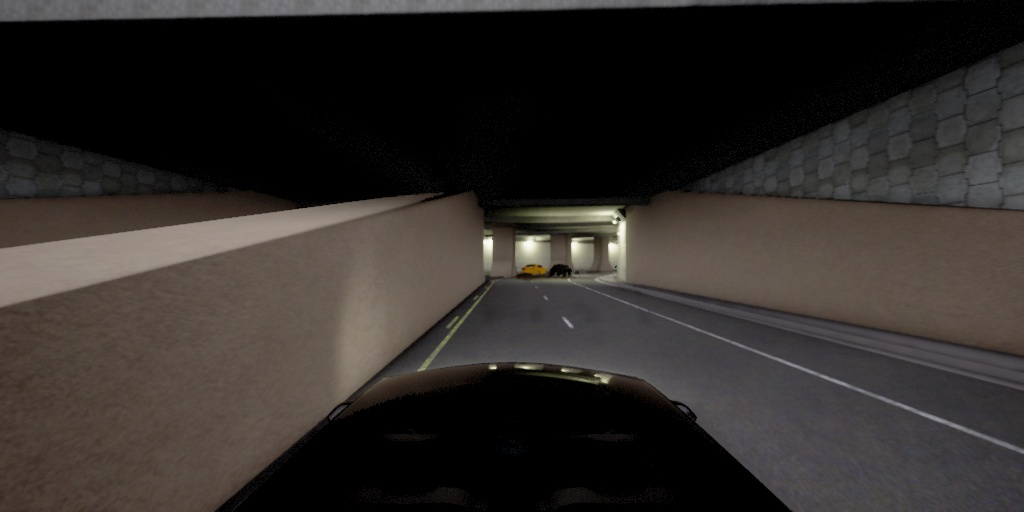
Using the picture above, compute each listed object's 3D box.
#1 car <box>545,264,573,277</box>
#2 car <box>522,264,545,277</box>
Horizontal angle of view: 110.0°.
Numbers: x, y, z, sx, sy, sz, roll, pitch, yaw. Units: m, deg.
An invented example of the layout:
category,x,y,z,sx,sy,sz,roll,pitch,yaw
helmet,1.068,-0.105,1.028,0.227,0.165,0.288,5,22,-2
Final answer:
category,x,y,z,sx,sy,sz,roll,pitch,yaw
car,5.849,1.701,42.369,1.837,1.490,4.892,0,0,23
car,2.839,1.691,44.156,1.882,1.535,5.008,0,0,24
